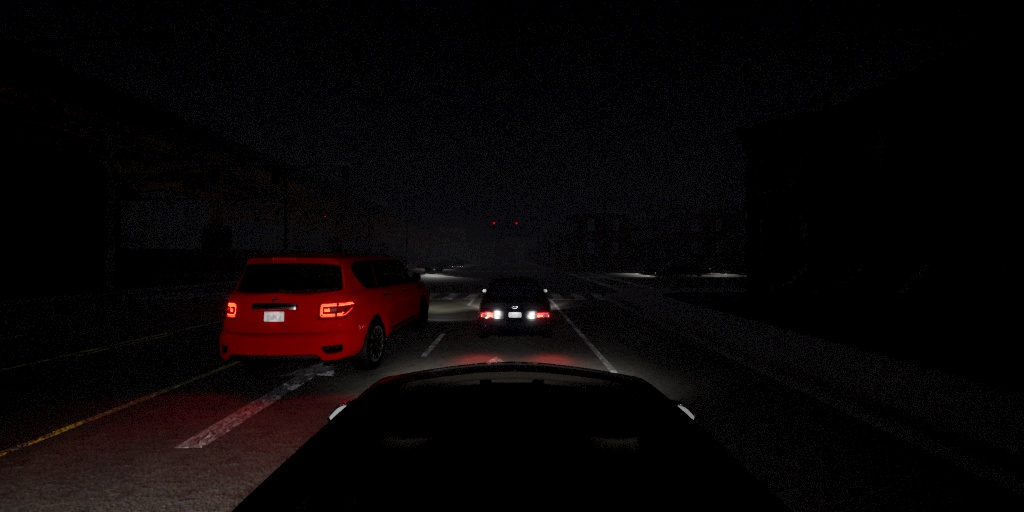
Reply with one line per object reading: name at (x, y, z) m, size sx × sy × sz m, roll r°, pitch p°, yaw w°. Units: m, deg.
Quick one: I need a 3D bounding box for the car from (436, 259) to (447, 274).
car at (-9.203, 1.242, 41.514) m, size 2.128 × 1.511 × 4.902 m, roll 0°, pitch 0°, yaw -17°

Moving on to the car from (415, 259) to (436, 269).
car at (-14.089, 1.297, 58.713) m, size 2.033 × 1.411 × 5.357 m, roll 0°, pitch 0°, yaw 0°

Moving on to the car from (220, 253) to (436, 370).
car at (-3.427, 0.971, 7.877) m, size 2.150 × 2.045 × 5.566 m, roll 0°, pitch 0°, yaw 0°

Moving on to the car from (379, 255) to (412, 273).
car at (-14.099, 0.974, 43.807) m, size 2.150 × 2.045 × 5.566 m, roll 0°, pitch 0°, yaw 0°

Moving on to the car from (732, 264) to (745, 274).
car at (26.825, 1.255, 39.386) m, size 4.892 × 1.490 × 1.837 m, roll 0°, pitch 0°, yaw 0°

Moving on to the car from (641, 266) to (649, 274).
car at (17.097, 1.297, 39.380) m, size 5.357 × 1.411 × 2.033 m, roll 0°, pitch 0°, yaw 2°

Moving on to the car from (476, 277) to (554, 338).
car at (0.081, 1.297, 10.130) m, size 2.033 × 1.411 × 5.357 m, roll 0°, pitch 0°, yaw 0°

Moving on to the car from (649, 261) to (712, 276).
car at (16.992, 1.297, 35.895) m, size 5.357 × 1.411 × 2.033 m, roll 0°, pitch 0°, yaw 0°

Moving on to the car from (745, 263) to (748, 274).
car at (26.548, 1.351, 35.889) m, size 4.718 × 1.301 × 1.895 m, roll 0°, pitch 0°, yaw 0°

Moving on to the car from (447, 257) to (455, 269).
car at (-10.597, 1.254, 55.424) m, size 1.837 × 1.490 × 4.892 m, roll 0°, pitch 0°, yaw 0°
